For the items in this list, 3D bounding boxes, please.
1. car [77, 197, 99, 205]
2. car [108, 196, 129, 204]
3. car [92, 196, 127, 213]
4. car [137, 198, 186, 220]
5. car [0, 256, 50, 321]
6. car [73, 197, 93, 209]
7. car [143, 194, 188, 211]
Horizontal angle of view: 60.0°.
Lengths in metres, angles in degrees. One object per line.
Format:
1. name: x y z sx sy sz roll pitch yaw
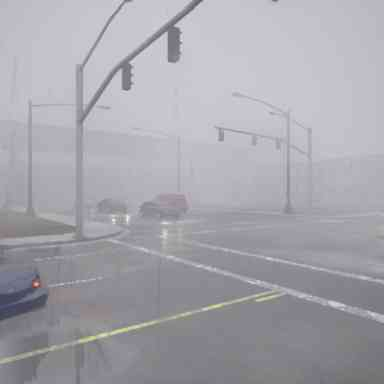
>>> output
1. car: -18.682 1.600 59.988 2.033 1.411 5.357 0 0 4
2. car: -14.215 1.477 64.223 1.882 1.535 5.008 -1 0 14
3. car: -8.875 1.478 36.587 1.882 1.535 5.008 0 0 -36
4. car: -2.872 1.505 28.448 1.837 1.490 4.892 0 0 -36
5. car: -4.988 1.548 4.738 5.357 1.411 2.033 0 0 -35
6. car: -14.662 1.526 44.927 1.812 1.442 4.674 0 0 -32
7. car: -2.620 1.221 34.170 2.150 2.045 5.566 0 0 -35
